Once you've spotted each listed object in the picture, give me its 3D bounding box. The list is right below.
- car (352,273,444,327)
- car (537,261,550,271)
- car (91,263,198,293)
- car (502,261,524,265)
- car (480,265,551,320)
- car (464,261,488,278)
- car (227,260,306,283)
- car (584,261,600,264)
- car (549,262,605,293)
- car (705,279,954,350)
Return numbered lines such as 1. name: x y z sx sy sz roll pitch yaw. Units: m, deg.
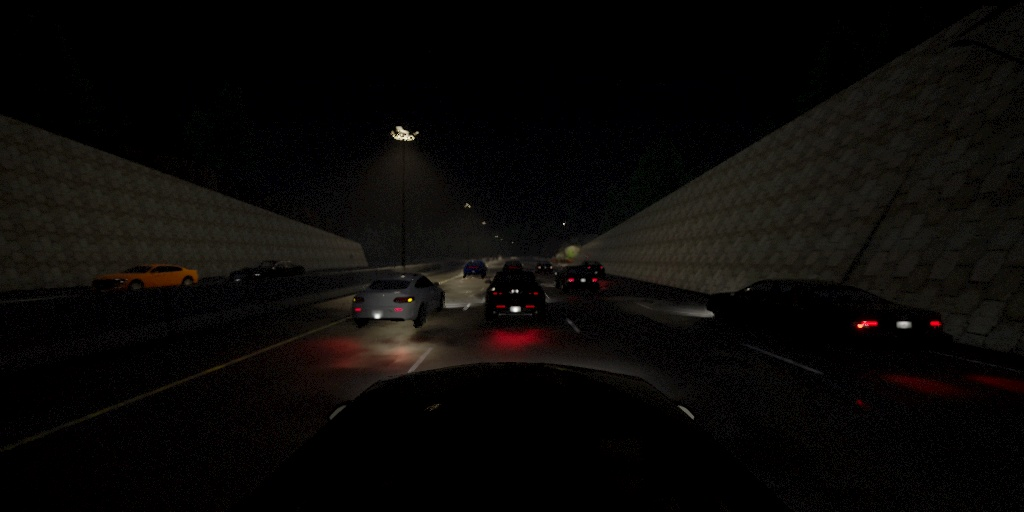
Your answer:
1. car: -3.400 1.268 11.371 1.812 1.442 4.674 0 0 0
2. car: 3.600 1.269 41.090 2.033 1.411 5.357 0 0 0
3. car: -21.000 1.217 20.796 1.882 1.535 5.008 0 0 0
4. car: 0.099 1.204 34.007 1.882 1.535 5.008 0 0 0
5. car: 0.100 1.247 12.533 1.837 1.490 4.892 0 0 0
6. car: -3.400 1.204 34.035 1.882 1.535 5.008 0 0 0
7. car: -14.000 0.978 20.796 2.128 1.511 4.902 0 0 0
8. car: 7.101 1.219 32.704 2.128 1.511 4.902 0 0 0
9. car: 3.600 1.284 20.644 2.033 1.411 5.357 0 0 0
10. car: 7.100 1.293 9.004 2.033 1.411 5.357 0 0 0
